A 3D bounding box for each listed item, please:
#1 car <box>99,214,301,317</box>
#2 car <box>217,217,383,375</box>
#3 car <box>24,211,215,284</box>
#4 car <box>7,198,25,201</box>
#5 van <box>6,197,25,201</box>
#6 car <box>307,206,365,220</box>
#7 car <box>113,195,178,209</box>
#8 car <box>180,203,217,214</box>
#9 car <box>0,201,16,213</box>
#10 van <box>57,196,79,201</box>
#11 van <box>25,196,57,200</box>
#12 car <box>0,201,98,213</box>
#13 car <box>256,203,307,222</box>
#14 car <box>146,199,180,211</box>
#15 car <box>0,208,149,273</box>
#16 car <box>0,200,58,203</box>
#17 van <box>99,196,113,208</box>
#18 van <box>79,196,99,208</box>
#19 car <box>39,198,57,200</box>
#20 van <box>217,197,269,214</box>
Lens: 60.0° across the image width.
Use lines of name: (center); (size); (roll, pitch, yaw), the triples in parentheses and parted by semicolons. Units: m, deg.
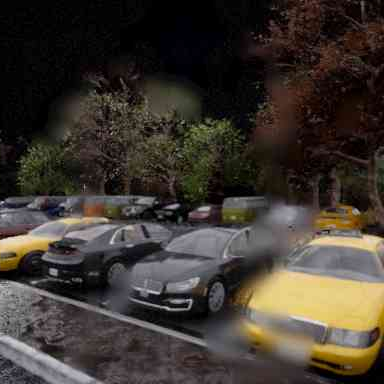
car: (0.578, 1.513, 7.796); (2.231, 1.521, 4.892); (0, 0, 36)
car: (2.722, 1.501, 6.023); (1.946, 1.575, 5.366); (0, 0, 36)
car: (-1.686, 1.522, 9.402); (2.231, 1.521, 4.892); (0, 0, 36)
car: (-16.583, 1.718, 35.948); (1.946, 1.575, 5.366); (-1, -1, 36)
van: (-18.663, 1.548, 37.810); (1.878, 1.987, 4.442); (-1, -1, 36)
car: (8.272, 1.510, 18.359); (2.097, 1.535, 5.008); (0, 0, 36)
car: (-3.102, 1.302, 26.481); (2.435, 2.045, 5.566); (0, 0, 36)
car: (1.519, 1.576, 23.201); (2.002, 1.452, 4.674); (0, 0, 36)
car: (-25.587, 1.935, 42.621); (2.097, 1.535, 5.008); (-1, -1, 36)
van: (-9.915, 1.354, 31.254); (1.878, 1.987, 4.442); (-1, 0, 36)
van: (-14.298, 1.442, 34.394); (1.878, 1.987, 4.442); (-1, -1, 36)
car: (-6.215, 1.413, 12.616); (2.185, 1.767, 4.553); (0, 0, 36)
car: (5.924, 1.559, 20.051); (2.002, 1.452, 4.674); (0, 0, 36)
car: (-0.735, 1.544, 24.813); (2.097, 1.535, 5.008); (0, 0, 36)
car: (-4.047, 1.527, 10.874); (1.946, 1.575, 5.366); (0, 0, 36)
car: (-8.471, 1.421, 14.233); (2.185, 1.767, 4.553); (0, 0, 36)
van: (-5.270, 1.336, 28.212); (1.878, 1.987, 4.442); (0, 0, 36)
van: (-7.420, 1.345, 29.753); (1.878, 1.987, 4.442); (0, 0, 36)
car: (-11.972, 1.614, 32.877); (2.097, 1.535, 5.008); (-1, -1, 36)
van: (3.737, 1.302, 21.758); (1.878, 1.987, 4.442); (0, 0, 36)
